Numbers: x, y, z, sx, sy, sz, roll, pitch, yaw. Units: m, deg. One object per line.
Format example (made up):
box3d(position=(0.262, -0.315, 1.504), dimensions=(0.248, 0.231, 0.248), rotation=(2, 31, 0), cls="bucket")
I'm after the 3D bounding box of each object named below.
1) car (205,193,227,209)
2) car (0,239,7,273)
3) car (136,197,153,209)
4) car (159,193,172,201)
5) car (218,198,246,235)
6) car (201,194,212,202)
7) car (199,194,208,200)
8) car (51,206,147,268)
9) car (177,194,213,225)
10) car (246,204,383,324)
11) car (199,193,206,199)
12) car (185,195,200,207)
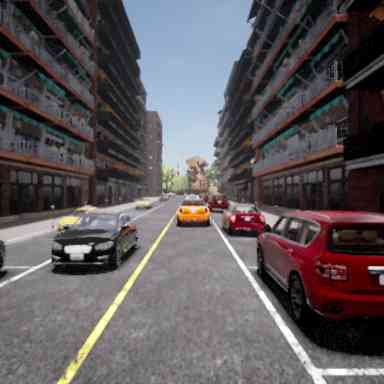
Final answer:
box3d(position=(2.697, 1.116, 34.779), dimensions=(2.192, 1.841, 5.009), rotation=(1, 0, 0), cls="car")
box3d(position=(-5.682, 1.510, 6.972), dimensions=(2.008, 1.369, 4.403), rotation=(1, 0, 0), cls="car")
box3d(position=(-5.687, 1.295, 40.209), dimensions=(1.752, 1.417, 4.829), rotation=(1, 0, 0), cls="car")
box3d(position=(-5.710, 1.055, 68.218), dimensions=(1.967, 1.590, 4.097), rotation=(1, 0, 0), cls="car")
box3d(position=(2.697, 1.335, 18.076), dimensions=(1.967, 1.590, 4.097), rotation=(1, 0, 0), cls="car")
box3d(position=(2.697, 1.170, 62.790), dimensions=(1.752, 1.417, 4.829), rotation=(1, 0, 0), cls="car")
box3d(position=(2.756, 1.116, 79.965), dimensions=(1.947, 1.339, 4.313), rotation=(1, 0, 0), cls="car")
box3d(position=(-3.009, 1.428, 11.166), dimensions=(2.128, 1.511, 4.902), rotation=(0, 0, 0), cls="car")
box3d(position=(0.096, 1.219, 22.923), dimensions=(2.097, 1.767, 4.553), rotation=(0, 0, 0), cls="car")
box3d(position=(2.702, 1.274, 6.939), dimensions=(2.192, 1.841, 5.009), rotation=(1, 0, 0), cls="car")
box3d(position=(2.820, 1.017, 90.629), dimensions=(1.752, 1.417, 4.829), rotation=(1, 0, 0), cls="car")
box3d(position=(0.093, 1.217, 45.677), dimensions=(1.882, 1.535, 5.008), rotation=(0, 1, 0), cls="car")
